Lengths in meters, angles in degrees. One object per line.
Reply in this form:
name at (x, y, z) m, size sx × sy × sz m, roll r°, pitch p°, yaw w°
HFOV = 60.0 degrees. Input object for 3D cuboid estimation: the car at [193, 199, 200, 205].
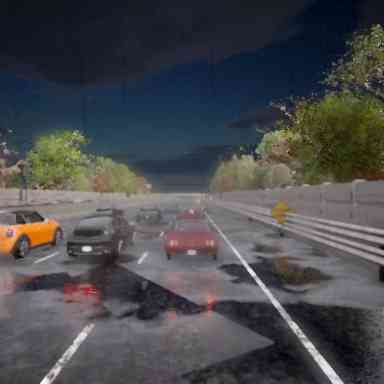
car at (1.209, 2.509, 86.786) m, size 1.882 × 1.535 × 5.008 m, roll 0°, pitch -1°, yaw 0°

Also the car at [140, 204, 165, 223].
car at (-3.487, 1.804, 28.504) m, size 2.128 × 1.511 × 4.902 m, roll 0°, pitch -1°, yaw 0°

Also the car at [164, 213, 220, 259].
car at (0.012, 1.742, 13.252) m, size 1.895 × 1.301 × 4.718 m, roll 0°, pitch -1°, yaw 0°

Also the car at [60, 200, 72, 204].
car at (-24.512, 2.297, 64.541) m, size 1.994 × 1.385 × 4.181 m, roll 0°, pitch -1°, yaw 0°

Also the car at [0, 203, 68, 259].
car at (-6.983, 1.494, 13.426) m, size 2.097 × 1.767 × 4.553 m, roll 0°, pitch -1°, yaw 0°

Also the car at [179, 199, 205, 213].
car at (0.013, 1.662, 28.428) m, size 2.097 × 1.767 × 4.553 m, roll 0°, pitch -1°, yaw 0°

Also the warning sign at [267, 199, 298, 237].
warning sign at (4.545, 1.295, 16.796) m, size 1.300 × 1.860 × 1.060 m, roll 0°, pitch -1°, yaw 0°

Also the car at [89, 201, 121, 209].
car at (-6.987, 1.804, 28.505) m, size 2.128 × 1.511 × 4.902 m, roll 0°, pitch -1°, yaw 0°

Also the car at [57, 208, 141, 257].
car at (-3.485, 1.651, 13.500) m, size 1.837 × 1.490 × 4.892 m, roll 0°, pitch 0°, yaw 0°

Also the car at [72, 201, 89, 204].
car at (-21.012, 2.341, 64.592) m, size 1.895 × 1.301 × 4.718 m, roll 0°, pitch -1°, yaw 0°
